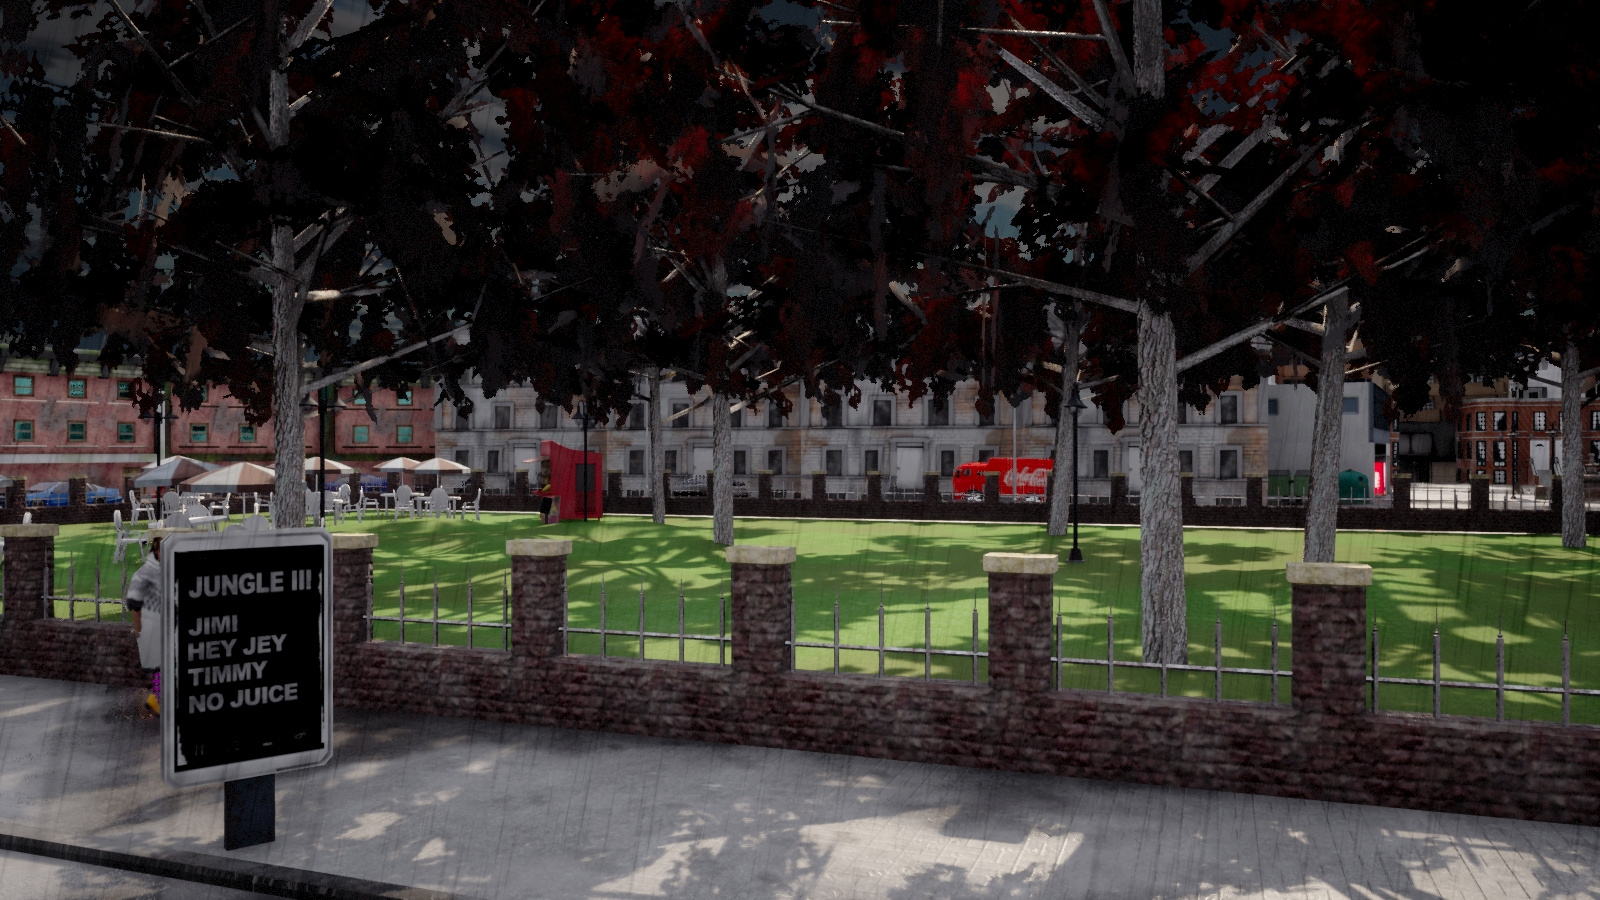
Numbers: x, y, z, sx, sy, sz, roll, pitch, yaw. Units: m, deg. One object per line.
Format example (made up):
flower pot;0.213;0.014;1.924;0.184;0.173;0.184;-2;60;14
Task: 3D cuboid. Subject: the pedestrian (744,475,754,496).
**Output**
pedestrian;-2.735;1.914;61.591;0.500;1.100;0.500;0;0;-10

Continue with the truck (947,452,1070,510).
truck;9.642;1.371;52.751;5.204;2.467;2.627;1;0;20

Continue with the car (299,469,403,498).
car;-24.908;1.834;63.534;5.006;1.535;2.097;0;0;-5

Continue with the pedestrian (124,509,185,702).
pedestrian;-6.418;1.527;11.364;0.375;1.860;0.375;0;0;12

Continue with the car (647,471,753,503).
car;-5.077;1.838;58.082;4.902;1.511;2.128;0;0;20
